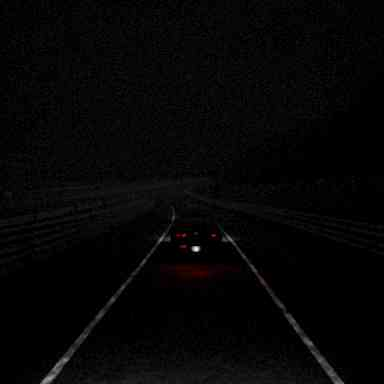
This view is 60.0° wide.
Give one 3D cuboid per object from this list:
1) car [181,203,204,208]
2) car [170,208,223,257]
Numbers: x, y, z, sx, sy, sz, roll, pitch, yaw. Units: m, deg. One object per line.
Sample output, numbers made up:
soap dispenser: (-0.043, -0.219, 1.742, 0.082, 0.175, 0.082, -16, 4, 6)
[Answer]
car: (0.045, 1.724, 29.206, 1.882, 1.535, 5.008, 0, 0, -1)
car: (0.181, 1.623, 13.406, 1.837, 1.490, 4.892, 0, 0, 1)
